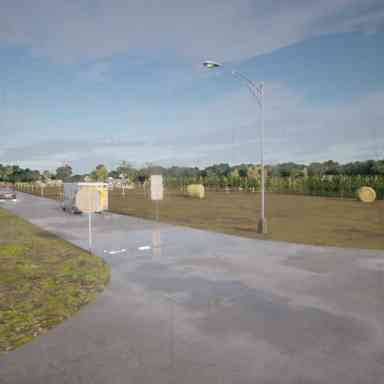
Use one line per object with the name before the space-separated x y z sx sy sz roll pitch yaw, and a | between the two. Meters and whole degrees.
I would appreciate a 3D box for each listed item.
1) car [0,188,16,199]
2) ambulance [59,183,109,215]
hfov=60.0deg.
car | -25.241 0.178 45.223 1.812 1.442 4.674 -2 3 -36
ambulance | -9.138 0.474 27.492 2.351 2.431 6.366 -2 3 -36
